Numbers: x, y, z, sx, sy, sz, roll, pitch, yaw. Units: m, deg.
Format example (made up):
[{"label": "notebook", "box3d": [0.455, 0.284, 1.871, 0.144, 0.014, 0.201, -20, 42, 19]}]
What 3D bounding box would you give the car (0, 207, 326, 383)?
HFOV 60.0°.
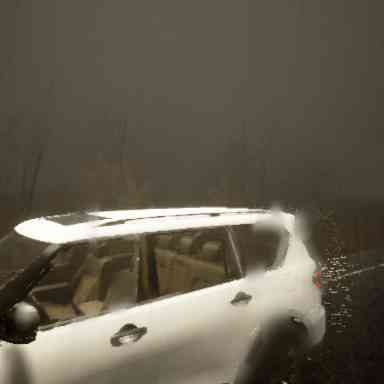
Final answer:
[{"label": "car", "box3d": [-0.972, 1.222, 3.317, 5.566, 2.045, 2.150, 0, 0, -36]}]
